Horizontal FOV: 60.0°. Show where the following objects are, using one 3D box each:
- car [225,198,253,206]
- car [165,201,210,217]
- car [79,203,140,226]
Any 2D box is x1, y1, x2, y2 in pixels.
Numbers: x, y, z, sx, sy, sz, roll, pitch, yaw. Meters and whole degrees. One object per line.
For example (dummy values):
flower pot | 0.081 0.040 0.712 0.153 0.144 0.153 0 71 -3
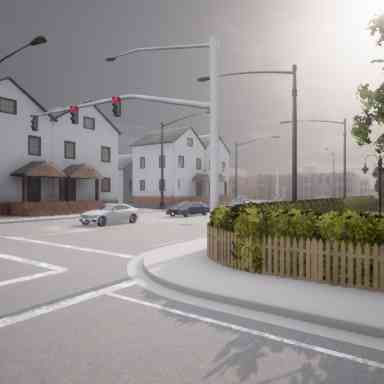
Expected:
car | 5.690 1.492 39.875 2.128 1.511 4.902 0 0 35
car | -0.190 1.547 31.387 2.033 1.411 5.357 0 0 35
car | -5.679 1.526 23.440 1.812 1.442 4.674 0 0 35
